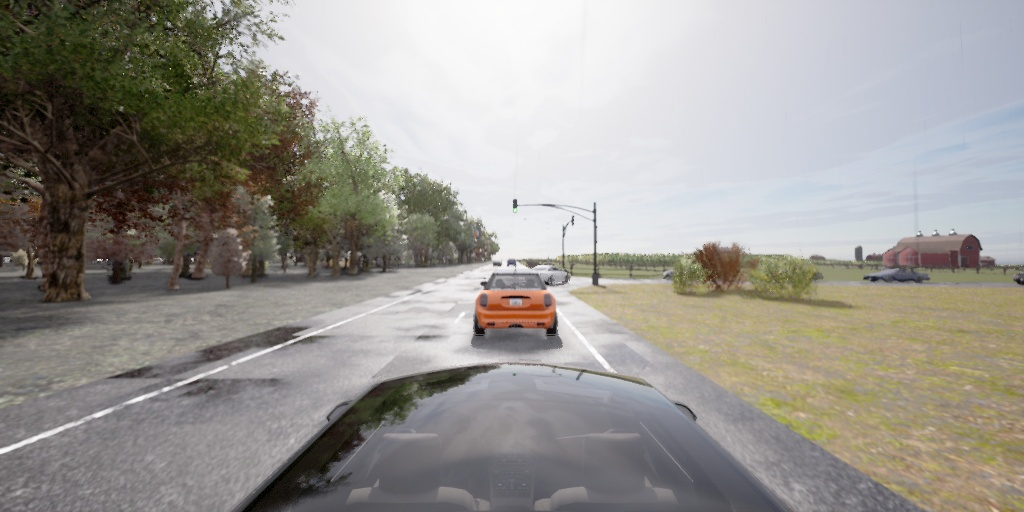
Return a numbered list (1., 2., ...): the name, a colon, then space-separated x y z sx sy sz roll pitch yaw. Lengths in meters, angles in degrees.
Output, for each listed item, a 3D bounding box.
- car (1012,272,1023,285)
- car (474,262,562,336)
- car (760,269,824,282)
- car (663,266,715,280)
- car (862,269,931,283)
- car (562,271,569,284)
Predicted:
1. car: 48.955 1.985 32.661 4.902 1.511 2.128 1 -1 1
2. car: 0.092 1.166 10.835 2.097 1.767 4.553 0 0 0
3. car: 28.353 1.902 36.369 5.357 1.411 2.033 1 -1 0
4. car: 17.971 1.733 36.426 4.902 1.511 2.128 1 -1 1
5. car: 38.915 2.017 36.320 5.357 1.411 2.033 1 -1 0
6. car: 2.743 1.457 27.440 1.812 1.442 4.674 -1 -1 32
